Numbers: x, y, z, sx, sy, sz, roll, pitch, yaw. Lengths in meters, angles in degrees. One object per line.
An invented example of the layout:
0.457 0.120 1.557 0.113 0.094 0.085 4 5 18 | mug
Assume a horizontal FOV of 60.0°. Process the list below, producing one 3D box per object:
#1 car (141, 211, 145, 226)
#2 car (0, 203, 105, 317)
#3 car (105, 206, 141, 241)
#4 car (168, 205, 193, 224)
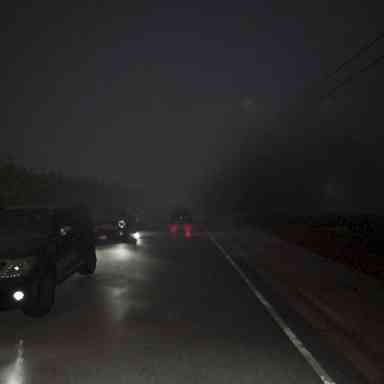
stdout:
-4.384 1.812 23.679 1.812 1.442 4.674 0 -1 -2 | car
-3.872 1.323 8.001 2.150 2.045 5.566 0 -1 -2 | car
-4.237 1.569 17.871 2.097 1.767 4.553 0 -1 -2 | car
-0.968 1.829 28.342 2.128 1.511 4.902 0 -1 -2 | car
